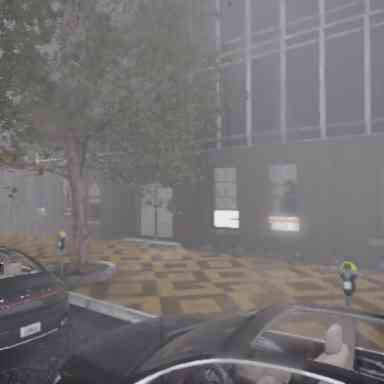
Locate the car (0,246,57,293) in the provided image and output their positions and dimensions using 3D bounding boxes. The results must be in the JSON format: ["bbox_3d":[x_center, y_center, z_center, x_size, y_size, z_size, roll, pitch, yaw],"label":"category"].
[{"bbox_3d":[-3.902,1.592,5.656,4.403,1.369,2.008,0,0,35],"label":"car"}]

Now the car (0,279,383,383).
[{"bbox_3d":[0.734,1.555,2.352,4.403,1.369,2.008,0,0,35],"label":"car"}]
